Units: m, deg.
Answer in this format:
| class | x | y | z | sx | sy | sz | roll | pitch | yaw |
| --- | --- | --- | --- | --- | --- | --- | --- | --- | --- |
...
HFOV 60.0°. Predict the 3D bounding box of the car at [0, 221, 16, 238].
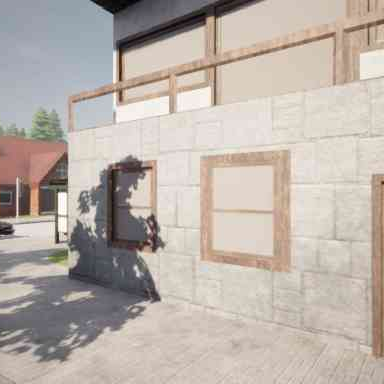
| class | x | y | z | sx | sy | sz | roll | pitch | yaw |
| --- | --- | --- | --- | --- | --- | --- | --- | --- | --- |
| car | -10.663 | 1.547 | 14.299 | 2.033 | 1.411 | 5.357 | 0 | 0 | 36 |
